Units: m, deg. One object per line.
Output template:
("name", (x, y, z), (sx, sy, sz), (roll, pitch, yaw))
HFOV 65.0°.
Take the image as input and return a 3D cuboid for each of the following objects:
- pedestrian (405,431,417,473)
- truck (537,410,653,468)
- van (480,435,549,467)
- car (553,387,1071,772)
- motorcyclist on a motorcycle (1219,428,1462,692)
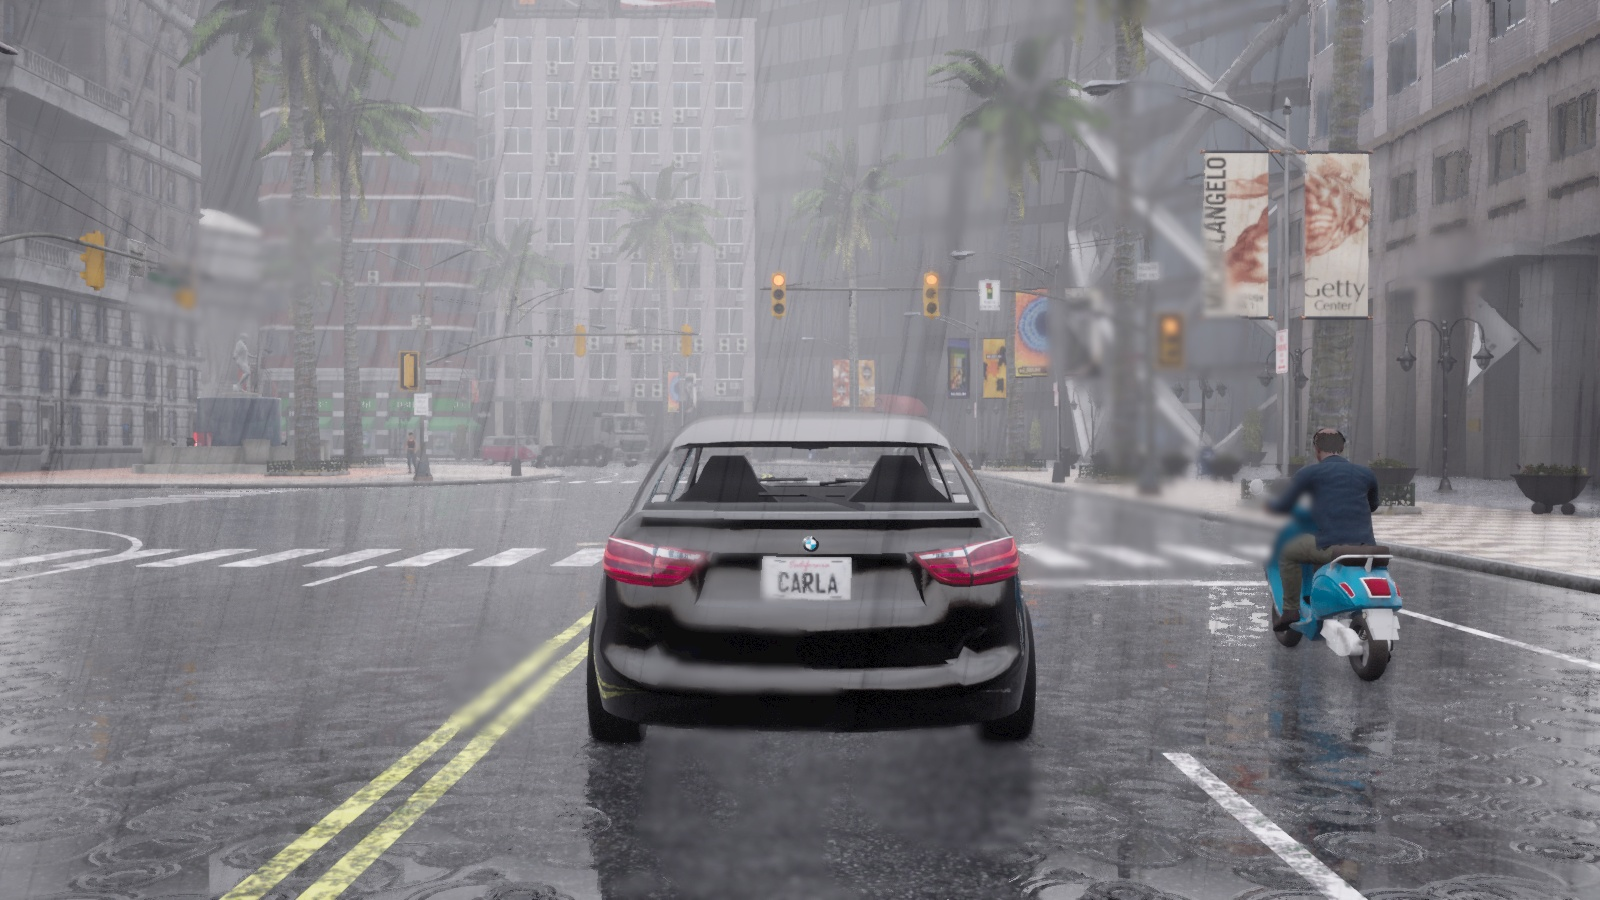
("pedestrian", (-17.007, 0.080, 54.906), (0.345, 1.836, 0.594), (0, 0, -1))
("truck", (-13.059, -0.694, 79.478), (7.936, 3.462, 2.891), (0, 0, 42))
("van", (-18.020, 0.038, 79.153), (4.442, 1.987, 1.775), (0, 0, 37))
("car", (0.062, 0.547, 7.745), (2.242, 1.667, 4.611), (0, 0, 0))
("motorcyclist on a motorcycle", (3.552, 0.655, 8.461), (0.866, 1.590, 1.817), (0, 0, 1))
